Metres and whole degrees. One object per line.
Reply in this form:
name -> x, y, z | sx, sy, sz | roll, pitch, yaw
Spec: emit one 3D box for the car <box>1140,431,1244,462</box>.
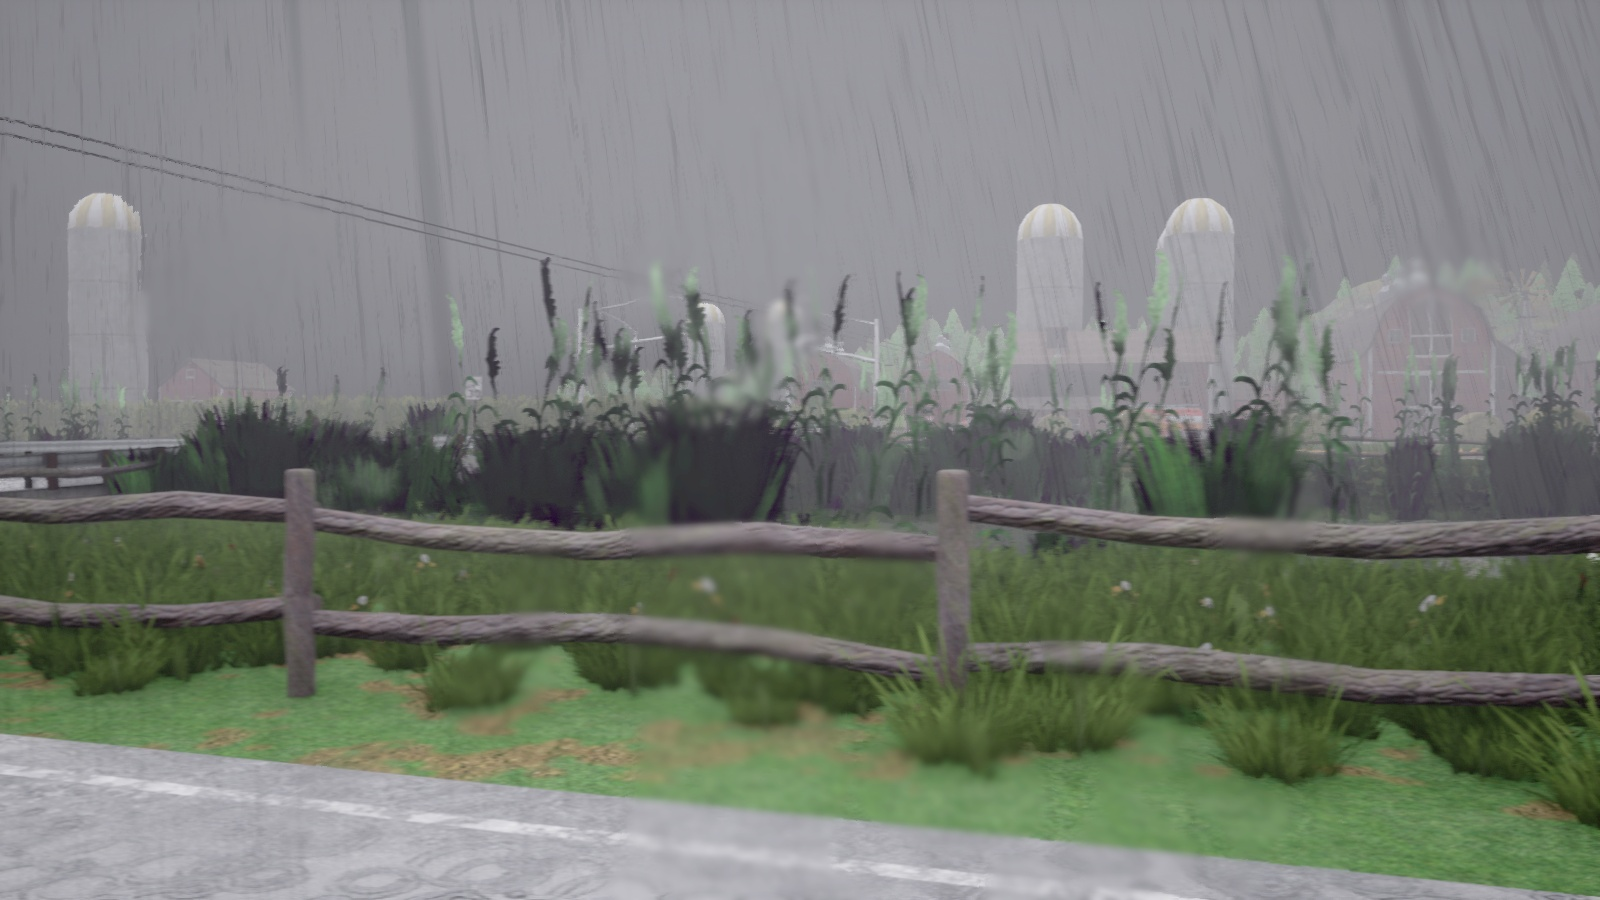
car -> 19.998, -0.189, 64.258 | 5.008, 1.535, 1.882 | 1, 1, 15
